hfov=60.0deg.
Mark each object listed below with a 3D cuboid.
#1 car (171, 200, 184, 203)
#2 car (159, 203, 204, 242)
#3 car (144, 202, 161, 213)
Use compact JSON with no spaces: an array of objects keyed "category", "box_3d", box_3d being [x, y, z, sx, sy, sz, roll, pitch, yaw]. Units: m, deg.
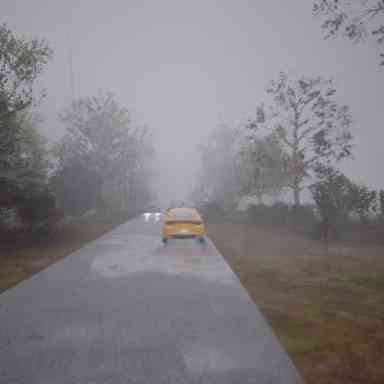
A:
[{"category":"car","box_3d":[-1.677,1.653,37.343,2.097,1.767,4.553,0,-1,-3]},{"category":"car","box_3d":[-0.477,1.546,16.841,1.882,1.535,5.008,0,0,-3]},{"category":"car","box_3d":[-4.905,1.951,42.081,1.994,1.385,4.181,0,-1,-3]}]
